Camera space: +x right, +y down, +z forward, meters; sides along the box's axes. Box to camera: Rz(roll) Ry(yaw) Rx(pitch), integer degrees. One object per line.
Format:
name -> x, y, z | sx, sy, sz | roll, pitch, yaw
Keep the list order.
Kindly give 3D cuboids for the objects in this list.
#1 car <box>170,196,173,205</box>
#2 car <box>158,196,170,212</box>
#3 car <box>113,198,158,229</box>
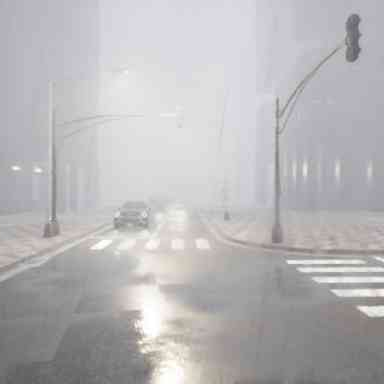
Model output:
car -> -4.315, 1.400, 56.327 | 1.882, 1.535, 5.008 | 0, 0, -1
car -> -3.969, 1.433, 36.980 | 2.128, 1.511, 4.902 | 0, 0, -1
car -> -3.622, 1.315, 21.365 | 2.097, 1.767, 4.553 | 0, 0, -1
